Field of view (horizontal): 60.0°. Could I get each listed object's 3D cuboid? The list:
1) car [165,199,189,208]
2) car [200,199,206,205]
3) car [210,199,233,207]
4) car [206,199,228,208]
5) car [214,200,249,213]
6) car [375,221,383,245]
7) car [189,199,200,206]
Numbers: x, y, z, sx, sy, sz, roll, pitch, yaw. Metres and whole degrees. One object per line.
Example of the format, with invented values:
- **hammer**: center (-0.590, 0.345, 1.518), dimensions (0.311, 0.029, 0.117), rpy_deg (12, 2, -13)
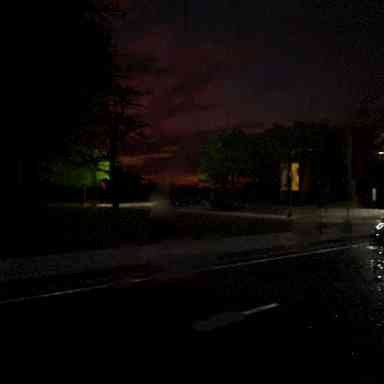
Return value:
- **car**: center (-3.262, 2.064, 63.350), dimensions (2.097, 1.767, 4.553), rpy_deg (-1, 0, -35)
- **car**: center (1.390, 2.225, 73.700), dimensions (2.033, 1.411, 5.357), rpy_deg (-1, 0, -35)
- **car**: center (5.916, 2.277, 67.287), dimensions (1.837, 1.490, 4.892), rpy_deg (-1, -1, -35)
- **car**: center (5.332, 2.127, 62.465), dimensions (2.097, 1.767, 4.553), rpy_deg (-1, 0, -35)
- **car**: center (6.129, 2.290, 49.808), dimensions (2.033, 1.411, 5.357), rpy_deg (-1, 0, -35)
- **car**: center (10.172, 1.497, 14.909), dimensions (4.553, 1.767, 2.097), rpy_deg (0, 0, -35)
- **car**: center (-1.271, 2.261, 71.834), dimensions (2.033, 1.411, 5.357), rpy_deg (-1, 0, -35)
